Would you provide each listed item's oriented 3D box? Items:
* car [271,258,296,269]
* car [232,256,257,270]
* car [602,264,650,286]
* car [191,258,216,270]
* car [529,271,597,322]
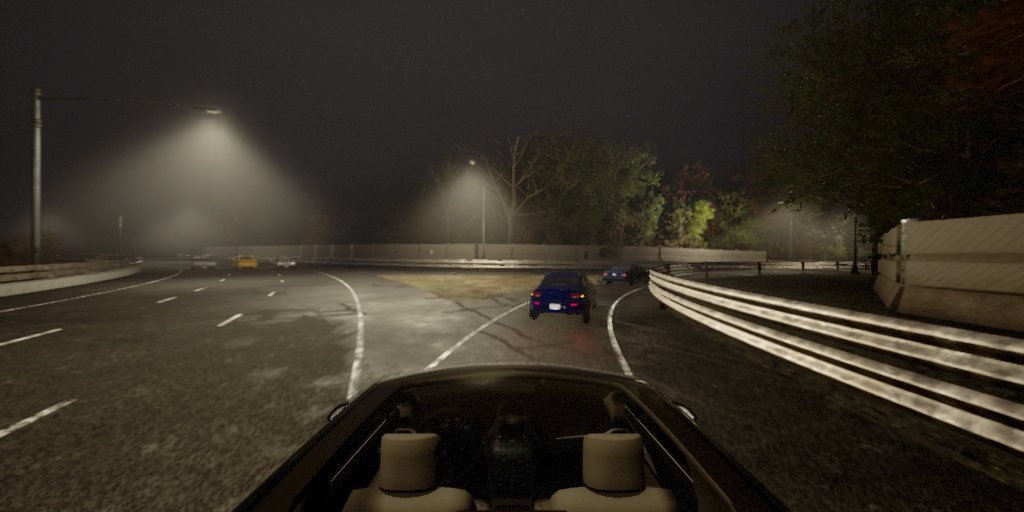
[{"bbox_3d":[-26.906,0.877,42.084,1.895,1.301,4.718,0,0,-42],"label":"car"},{"bbox_3d":[-29.958,0.736,40.176,1.882,1.535,5.008,0,0,-43],"label":"car"},{"bbox_3d":[8.102,1.242,24.901,2.033,1.411,5.357,1,0,39],"label":"car"},{"bbox_3d":[-33.316,0.837,38.697,1.895,1.301,4.718,0,0,-44],"label":"car"},{"bbox_3d":[1.839,1.234,12.185,1.812,1.442,4.674,0,0,16],"label":"car"}]
